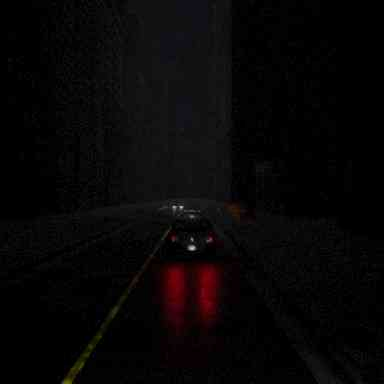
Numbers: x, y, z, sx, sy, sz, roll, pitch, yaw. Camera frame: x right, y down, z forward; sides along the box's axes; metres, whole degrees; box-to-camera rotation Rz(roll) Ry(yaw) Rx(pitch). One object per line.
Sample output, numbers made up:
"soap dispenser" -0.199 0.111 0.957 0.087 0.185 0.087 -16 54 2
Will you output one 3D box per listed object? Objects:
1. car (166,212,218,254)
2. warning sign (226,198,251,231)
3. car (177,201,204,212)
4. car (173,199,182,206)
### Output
"car" 0.008 1.739 14.113 1.895 1.301 4.718 0 -1 0
"warning sign" 2.721 1.311 19.710 1.300 1.860 1.060 0 -1 0
"car" 0.016 1.789 29.294 2.128 1.511 4.902 0 0 0
"car" -2.968 2.289 70.972 1.837 1.490 4.892 0 -1 0
